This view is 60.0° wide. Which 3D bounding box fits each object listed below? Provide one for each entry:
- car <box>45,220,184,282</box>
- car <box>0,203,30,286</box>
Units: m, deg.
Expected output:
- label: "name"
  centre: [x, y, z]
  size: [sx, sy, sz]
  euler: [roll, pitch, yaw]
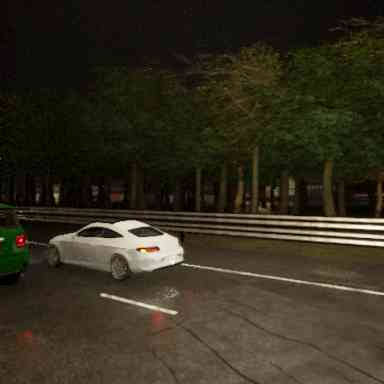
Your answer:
- label: "car"
  centre: [-2.402, 1.567, 9.875]
  size: [4.674, 1.442, 1.812]
  euler: [0, 0, 35]
- label: "car"
  centre: [-6.384, 1.281, 8.365]
  size: [5.566, 2.045, 2.150]
  euler: [0, 0, 34]
